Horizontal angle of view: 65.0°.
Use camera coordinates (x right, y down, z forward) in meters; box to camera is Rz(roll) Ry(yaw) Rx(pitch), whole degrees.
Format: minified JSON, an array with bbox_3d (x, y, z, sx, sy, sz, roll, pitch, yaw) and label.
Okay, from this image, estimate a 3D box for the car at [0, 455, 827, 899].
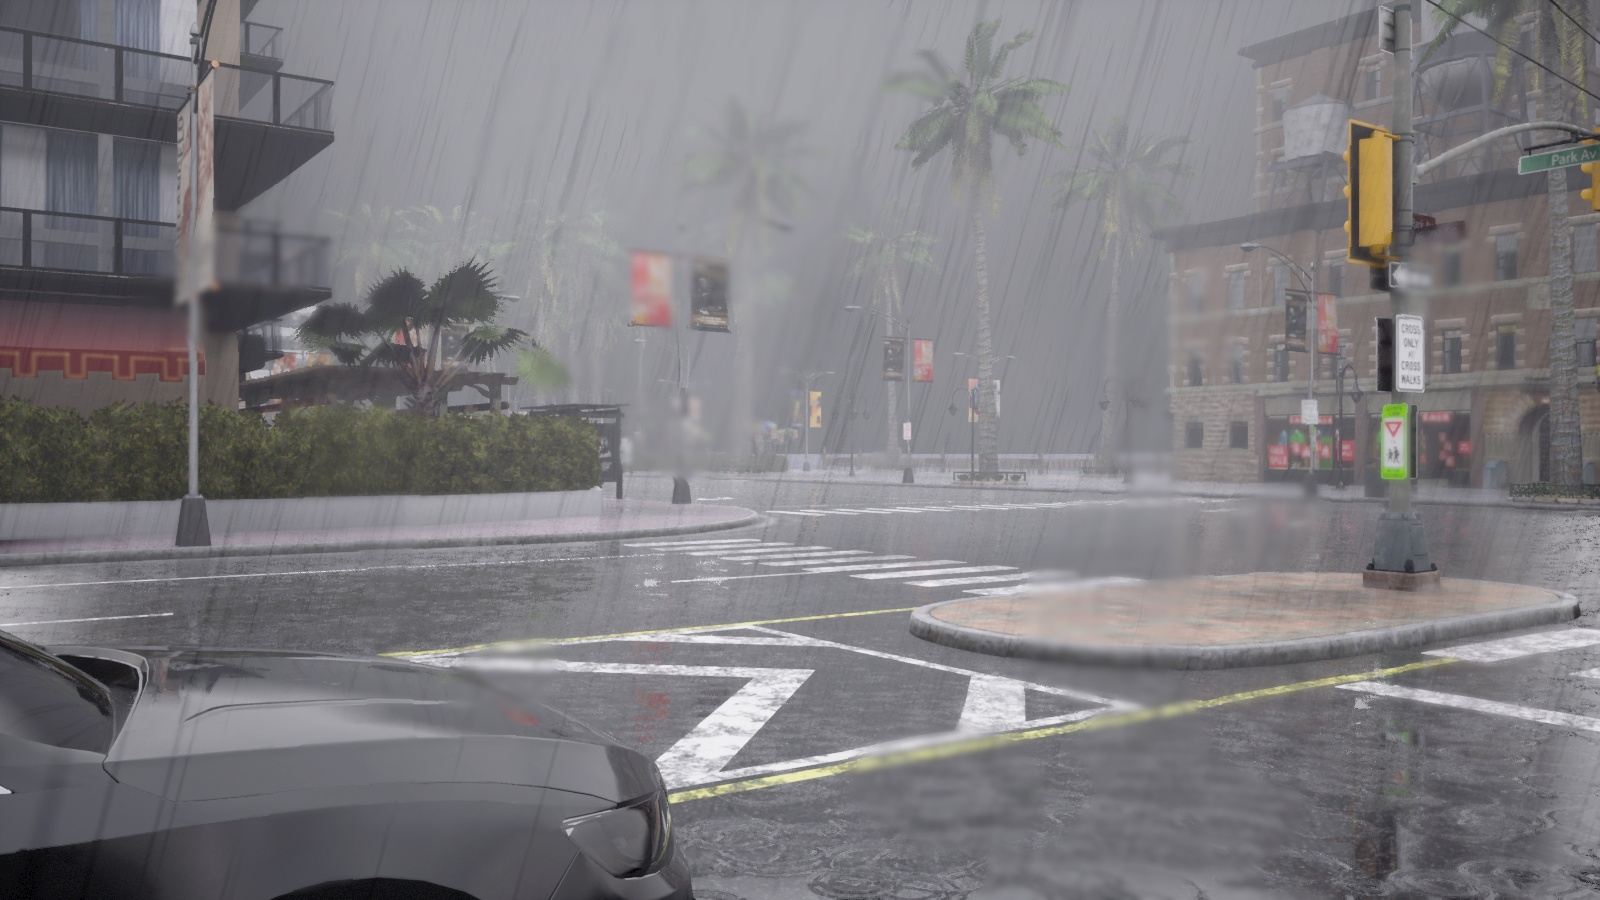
[{"bbox_3d":[-2.478,0.760,1.933,4.892,1.490,1.837,0,0,-35],"label":"car"}]
